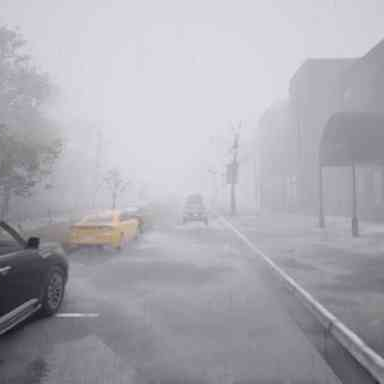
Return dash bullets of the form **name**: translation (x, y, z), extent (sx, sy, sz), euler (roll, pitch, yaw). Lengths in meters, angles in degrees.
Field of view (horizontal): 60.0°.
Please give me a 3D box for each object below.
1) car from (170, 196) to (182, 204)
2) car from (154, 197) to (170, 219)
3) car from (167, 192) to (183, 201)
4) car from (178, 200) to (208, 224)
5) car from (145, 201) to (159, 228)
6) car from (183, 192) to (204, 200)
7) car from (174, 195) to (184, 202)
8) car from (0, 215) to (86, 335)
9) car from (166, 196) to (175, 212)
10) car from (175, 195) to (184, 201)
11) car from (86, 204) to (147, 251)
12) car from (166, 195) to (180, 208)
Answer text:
- **car**: translation (-3.282, 1.678, 69.870), extent (2.163, 1.488, 4.792), euler (-1, 0, 3)
- **car**: translation (-3.481, 1.565, 30.180), extent (1.946, 1.575, 5.366), euler (0, 0, 3)
- **car**: translation (-3.343, 1.353, 56.612), extent (2.435, 2.045, 5.566), euler (0, 0, 3)
- **car**: translation (0.236, 1.601, 25.062), extent (2.033, 1.411, 5.357), euler (0, 0, 0)
- **car**: translation (-3.545, 1.541, 19.927), extent (2.097, 1.535, 5.008), euler (0, 0, 3)
- **car**: translation (0.333, 1.322, 42.910), extent (2.150, 2.045, 5.566), euler (0, 0, 0)
- **car**: translation (-3.202, 1.614, 81.117), extent (1.946, 1.575, 5.366), euler (0, 1, 3)
- **car**: translation (-3.630, 1.275, 4.496), extent (2.435, 2.045, 5.566), euler (0, 0, 1)
- **car**: translation (-3.454, 1.598, 36.561), extent (2.097, 1.535, 5.008), euler (0, 0, 3)
- **car**: translation (-3.176, 1.643, 87.254), extent (2.002, 1.452, 4.674), euler (0, 0, 3)
- **car**: translation (-3.575, 1.516, 14.380), extent (2.097, 1.535, 5.008), euler (0, 0, 3)
- **car**: translation (-3.392, 1.608, 47.659), extent (2.097, 1.535, 5.008), euler (0, 0, 3)
